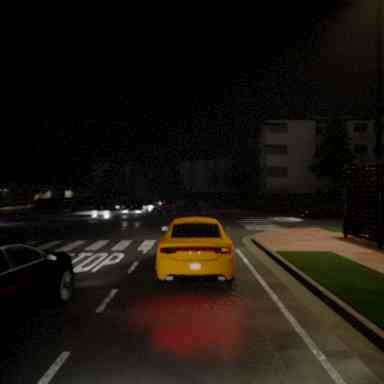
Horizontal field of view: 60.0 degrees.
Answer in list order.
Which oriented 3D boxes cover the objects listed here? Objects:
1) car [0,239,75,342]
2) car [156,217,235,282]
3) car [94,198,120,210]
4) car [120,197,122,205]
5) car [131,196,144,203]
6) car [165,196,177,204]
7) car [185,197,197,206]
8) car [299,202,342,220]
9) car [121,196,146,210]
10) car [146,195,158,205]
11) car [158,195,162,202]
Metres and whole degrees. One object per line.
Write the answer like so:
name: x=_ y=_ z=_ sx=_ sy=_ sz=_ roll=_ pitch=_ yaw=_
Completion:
car: x=-3.429 y=1.486 z=5.233 sx=2.128 sy=1.511 sz=4.902 roll=0 pitch=0 yaw=0
car: x=0.100 y=1.467 z=9.736 sx=1.882 sy=1.535 sz=5.008 roll=0 pitch=0 yaw=1
car: x=-10.770 y=1.554 z=41.733 sx=1.895 sy=1.301 sz=4.718 roll=0 pitch=0 yaw=-1
car: x=-10.873 y=1.417 z=54.226 sx=1.882 sy=1.535 sz=5.008 roll=0 pitch=0 yaw=0
car: x=-10.921 y=1.482 z=67.013 sx=1.994 sy=1.385 sz=4.181 roll=0 pitch=0 yaw=0
car: x=-3.749 y=1.424 z=60.097 sx=2.128 sy=1.511 sz=4.902 roll=0 pitch=0 yaw=-1
car: x=-0.198 y=1.486 z=54.734 sx=2.033 sy=1.411 sz=5.357 roll=0 pitch=0 yaw=-1
car: x=11.615 y=1.500 z=27.034 sx=5.357 sy=1.411 sz=2.033 roll=0 pitch=0 yaw=0
car: x=-7.228 y=1.457 z=41.794 sx=1.837 sy=1.490 sz=4.892 roll=0 pitch=0 yaw=-2
car: x=-7.388 y=1.427 z=55.950 sx=2.128 sy=1.511 sz=4.902 roll=0 pitch=0 yaw=0
car: x=-7.526 y=1.444 z=71.585 sx=1.812 sy=1.442 sz=4.674 roll=0 pitch=0 yaw=-1
